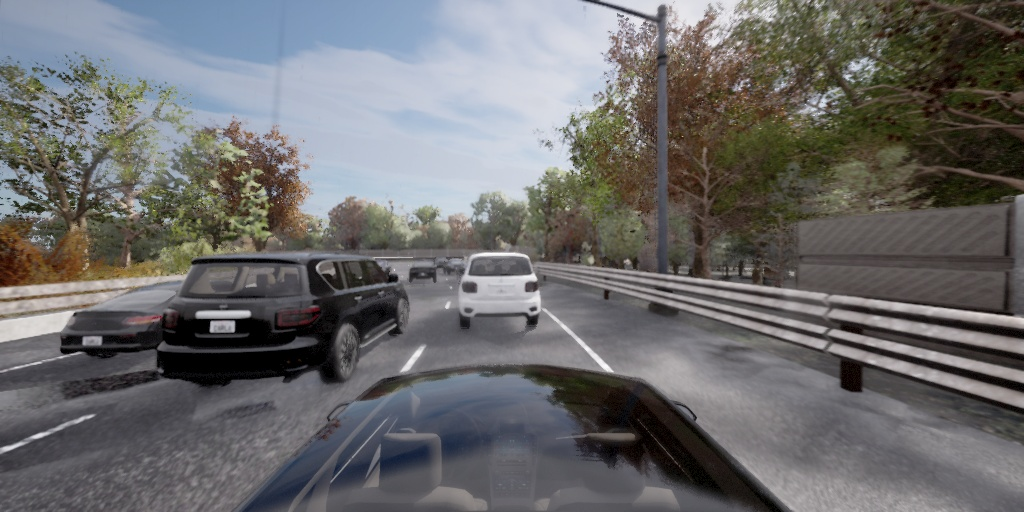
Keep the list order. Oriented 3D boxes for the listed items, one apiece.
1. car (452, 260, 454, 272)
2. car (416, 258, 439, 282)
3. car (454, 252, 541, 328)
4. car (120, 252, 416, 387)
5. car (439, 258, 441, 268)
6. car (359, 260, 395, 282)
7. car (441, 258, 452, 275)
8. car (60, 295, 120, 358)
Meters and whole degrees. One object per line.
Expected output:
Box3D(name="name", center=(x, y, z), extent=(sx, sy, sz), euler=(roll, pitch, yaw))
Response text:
Box3D(name="car", center=(-3.077, 1.155, 26.640), extent=(2.033, 1.411, 5.357), euler=(0, 0, -13))
Box3D(name="car", center=(-6.716, 1.096, 27.205), extent=(1.882, 1.535, 5.008), euler=(0, 0, -13))
Box3D(name="car", center=(-0.505, 0.913, 11.385), extent=(2.150, 2.045, 5.566), euler=(0, 0, -5))
Box3D(name="car", center=(-3.680, 0.952, 7.101), extent=(2.150, 2.045, 5.566), euler=(0, 0, -2))
Box3D(name="car", center=(-9.138, 1.021, 45.356), extent=(1.837, 1.490, 4.892), euler=(0, 1, -23))
Box3D(name="car", center=(-10.679, 1.117, 28.727), extent=(2.128, 1.511, 4.902), euler=(0, 0, -14))
Box3D(name="car", center=(-5.723, 1.085, 36.031), extent=(1.812, 1.442, 4.674), euler=(0, 1, -18))
Box3D(name="car", center=(-7.291, 1.264, 8.399), extent=(1.812, 1.442, 4.674), euler=(0, 0, -4))
